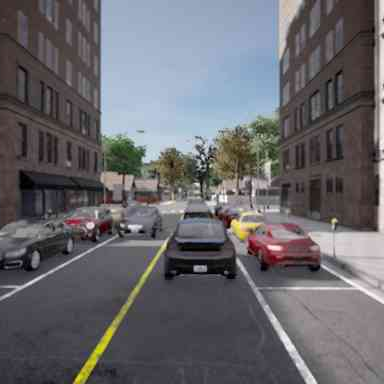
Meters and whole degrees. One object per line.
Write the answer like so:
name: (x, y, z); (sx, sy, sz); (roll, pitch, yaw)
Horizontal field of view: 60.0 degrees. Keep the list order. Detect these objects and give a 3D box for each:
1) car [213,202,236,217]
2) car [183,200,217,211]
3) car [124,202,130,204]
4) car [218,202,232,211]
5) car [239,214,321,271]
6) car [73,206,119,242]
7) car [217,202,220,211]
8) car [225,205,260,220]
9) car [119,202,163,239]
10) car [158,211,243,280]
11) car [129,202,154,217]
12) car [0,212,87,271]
car: (3.104, 1.664, 32.781); (1.947, 1.339, 4.313); (0, 0, 1)
car: (0.408, 1.540, 22.156); (1.882, 1.535, 5.008); (0, 0, 1)
car: (-5.087, 1.580, 21.692); (1.752, 1.417, 4.829); (0, 0, 1)
car: (2.940, 1.608, 21.746); (1.887, 1.381, 4.507); (0, 0, 1)
car: (2.777, 1.612, 10.710); (1.802, 1.307, 4.206); (0, 0, 1)
car: (-5.165, 1.479, 16.344); (1.967, 1.590, 4.097); (0, 0, 1)
car: (3.022, 1.663, 27.263); (1.802, 1.307, 4.206); (0, 0, 1)
car: (2.861, 1.572, 16.398); (1.752, 1.417, 4.829); (0, 0, 1)
car: (-2.603, 1.537, 17.810); (2.128, 1.511, 4.902); (0, 0, 1)
car: (0.230, 1.530, 10.061); (1.837, 1.490, 4.892); (0, 0, 1)
car: (-4.921, 1.672, 32.898); (1.802, 1.307, 4.206); (0, 0, 1)
car: (-5.247, 1.573, 10.825); (2.008, 1.369, 4.403); (0, 0, 1)
